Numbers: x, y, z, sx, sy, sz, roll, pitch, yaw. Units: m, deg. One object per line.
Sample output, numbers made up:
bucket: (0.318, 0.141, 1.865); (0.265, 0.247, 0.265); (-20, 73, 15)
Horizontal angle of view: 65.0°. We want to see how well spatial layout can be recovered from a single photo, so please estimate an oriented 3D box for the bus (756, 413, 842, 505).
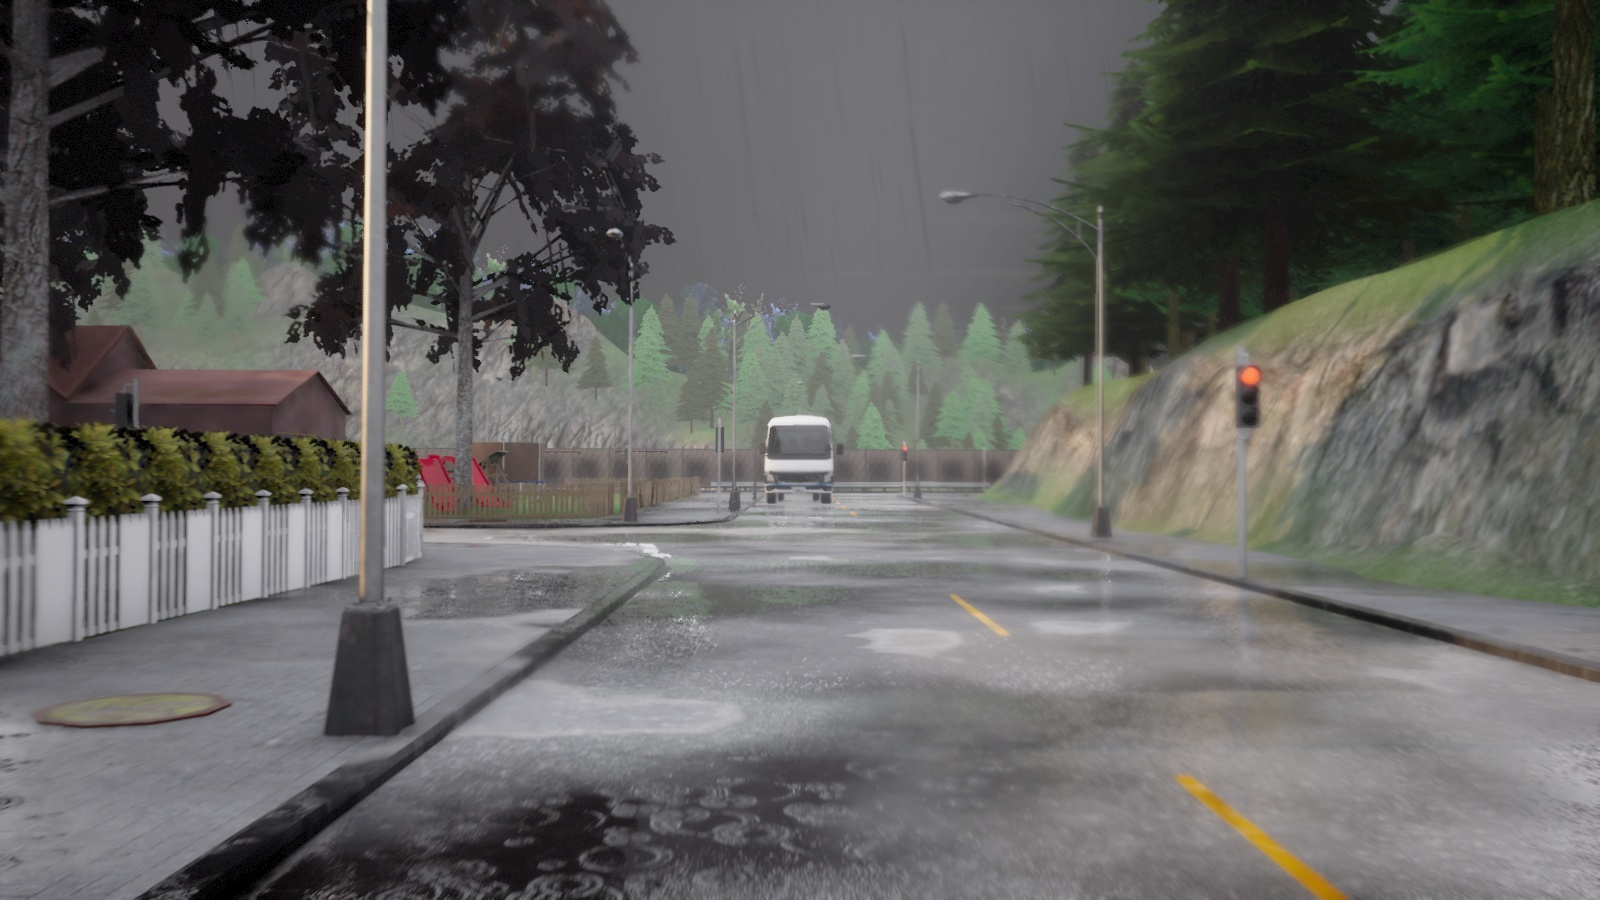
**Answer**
bus: (-0.045, 0.494, 63.066); (3.944, 4.253, 10.273); (0, -1, 0)
